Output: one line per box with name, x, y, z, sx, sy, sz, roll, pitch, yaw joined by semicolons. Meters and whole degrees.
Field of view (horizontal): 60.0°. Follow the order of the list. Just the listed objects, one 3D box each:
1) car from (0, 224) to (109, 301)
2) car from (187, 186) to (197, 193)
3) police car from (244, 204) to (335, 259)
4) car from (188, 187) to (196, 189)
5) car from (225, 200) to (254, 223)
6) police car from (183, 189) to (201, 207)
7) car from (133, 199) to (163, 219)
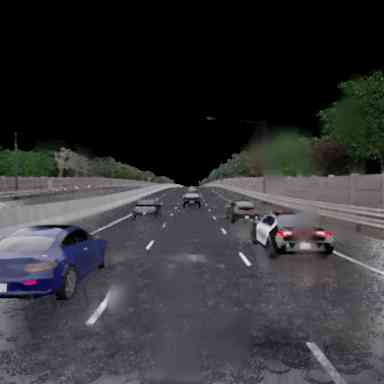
car;-3.398;1.515;8.162;1.812;1.442;4.674;0;0;0
car;0.012;-0.541;73.884;1.994;1.385;4.181;0;2;0
police car;3.502;1.472;12.686;2.038;1.542;4.974;0;0;0
car;0.105;0.165;55.542;2.128;1.511;4.902;0;2;0
car;3.504;1.321;23.676;1.837;1.490;4.892;0;1;0
police car;-0.002;0.800;38.934;1.930;1.638;5.238;0;2;0
car;-3.396;1.255;26.169;2.128;1.511;4.902;0;1;0
